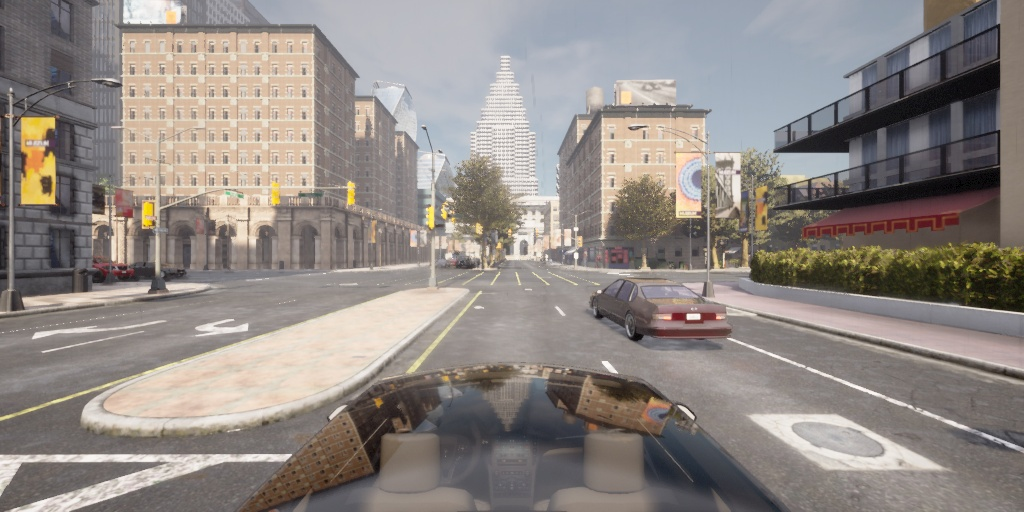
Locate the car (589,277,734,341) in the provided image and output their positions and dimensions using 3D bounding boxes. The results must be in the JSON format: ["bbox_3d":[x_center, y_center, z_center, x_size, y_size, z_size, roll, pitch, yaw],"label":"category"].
[{"bbox_3d":[3.633,1.298,9.904,2.033,1.411,5.357,0,0,-3],"label":"car"}]

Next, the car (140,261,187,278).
[{"bbox_3d":[-32.851,1.257,32.980,4.892,1.490,1.837,0,0,0],"label":"car"}]

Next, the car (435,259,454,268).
[{"bbox_3d":[-11.562,1.301,60.089,2.033,1.411,5.357,0,0,0],"label":"car"}]

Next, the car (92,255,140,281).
[{"bbox_3d":[-34.650,0.973,29.453,5.566,2.045,2.150,0,0,0],"label":"car"}]

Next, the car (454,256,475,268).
[{"bbox_3d":[-8.067,0.975,60.714,2.150,2.045,5.566,0,0,0],"label":"car"}]
